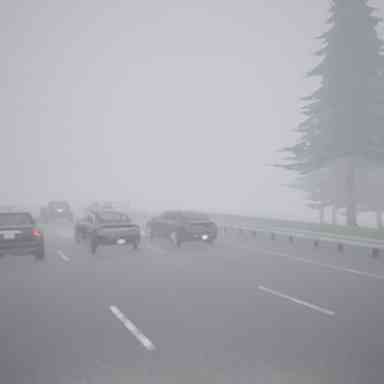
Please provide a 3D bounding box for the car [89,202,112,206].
[{"bbox_3d":[-7.971,1.617,28.704,2.128,1.511,4.902,0,0,-29],"label":"car"}]

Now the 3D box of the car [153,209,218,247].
[{"bbox_3d":[-0.636,1.582,15.691,1.837,1.490,4.892,0,0,-29],"label":"car"}]

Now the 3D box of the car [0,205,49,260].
[{"bbox_3d":[-6.686,1.400,12.169,2.097,1.767,4.553,0,0,-29],"label":"car"}]

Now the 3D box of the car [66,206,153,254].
[{"bbox_3d":[-3.674,1.554,13.952,2.128,1.511,4.902,0,0,-29],"label":"car"}]

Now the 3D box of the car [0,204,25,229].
[{"bbox_3d":[-13.040,1.639,23.396,2.033,1.411,5.357,0,0,-29],"label":"car"}]

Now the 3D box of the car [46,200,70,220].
[{"bbox_3d":[-10.989,1.463,26.932,2.097,1.767,4.553,0,0,-29],"label":"car"}]
